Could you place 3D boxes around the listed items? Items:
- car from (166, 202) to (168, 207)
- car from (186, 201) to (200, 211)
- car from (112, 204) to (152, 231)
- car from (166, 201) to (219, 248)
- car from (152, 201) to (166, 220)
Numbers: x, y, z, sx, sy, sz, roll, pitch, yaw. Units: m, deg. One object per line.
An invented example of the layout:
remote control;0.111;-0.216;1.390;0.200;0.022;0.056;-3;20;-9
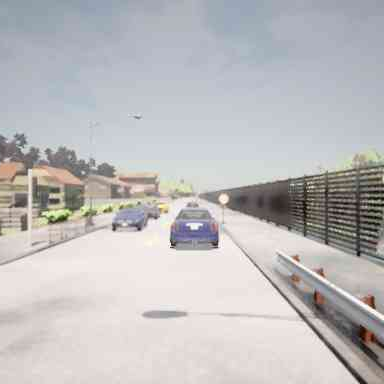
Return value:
car;-3.986;1.898;42.537;1.882;1.535;5.008;0;-1;0
car;0.115;2.048;48.822;1.994;1.385;4.181;0;-1;0
car;-4.080;1.749;22.507;1.812;1.442;4.674;0;-1;0
car;0.105;1.510;15.825;2.097;1.767;4.553;0;-1;0
car;-4.059;1.867;32.274;2.033;1.411;5.357;0;-1;0
